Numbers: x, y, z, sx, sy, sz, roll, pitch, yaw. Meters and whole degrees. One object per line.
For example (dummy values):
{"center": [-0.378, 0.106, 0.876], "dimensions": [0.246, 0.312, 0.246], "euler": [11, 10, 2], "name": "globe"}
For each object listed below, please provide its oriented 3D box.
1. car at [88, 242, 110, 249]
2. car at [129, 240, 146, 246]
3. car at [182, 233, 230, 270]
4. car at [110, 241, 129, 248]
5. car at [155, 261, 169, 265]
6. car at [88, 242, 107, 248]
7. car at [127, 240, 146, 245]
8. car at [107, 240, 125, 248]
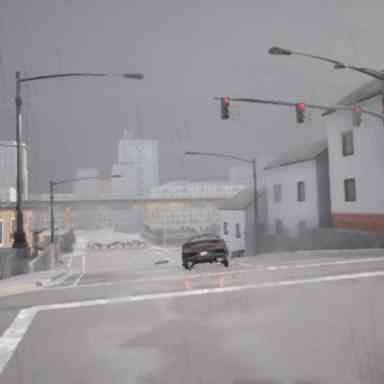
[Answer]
{"center": [-23.856, 13.540, 83.802], "dimensions": [4.974, 1.542, 2.038], "euler": [-3, -3, 27], "name": "car"}
{"center": [-14.511, 13.394, 87.377], "dimensions": [4.974, 1.542, 2.038], "euler": [-2, -2, 12], "name": "car"}
{"center": [0.641, 2.713, 15.460], "dimensions": [1.882, 1.535, 5.008], "euler": [-8, -11, 3], "name": "car"}
{"center": [-19.438, 13.456, 85.110], "dimensions": [2.038, 1.542, 4.974], "euler": [-3, -3, 37], "name": "car"}
{"center": [-4.009, 10.288, 42.523], "dimensions": [2.150, 2.045, 5.566], "euler": [-1, -23, -17], "name": "car"}
{"center": [-23.907, 13.385, 83.832], "dimensions": [4.536, 1.218, 1.853], "euler": [-3, -3, 27], "name": "car"}
{"center": [-14.566, 13.239, 87.394], "dimensions": [4.536, 1.218, 1.853], "euler": [-2, -2, 12], "name": "car"}
{"center": [-19.412, 13.299, 85.157], "dimensions": [1.853, 1.218, 4.536], "euler": [-3, -3, 37], "name": "car"}
